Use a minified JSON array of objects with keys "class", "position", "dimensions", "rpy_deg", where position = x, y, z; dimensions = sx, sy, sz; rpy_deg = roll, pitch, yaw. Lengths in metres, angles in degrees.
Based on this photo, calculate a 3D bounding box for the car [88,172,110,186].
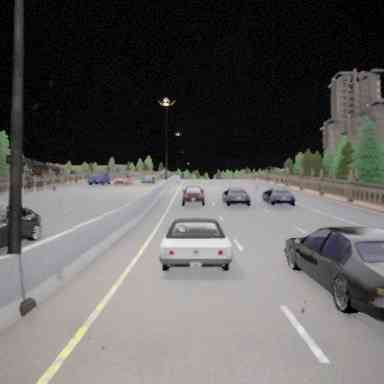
[{"class":"car","position":[-14.045,-2.003,50.687],"dimensions":[2.150,2.045,5.566],"rpy_deg":[0,5,0]}]

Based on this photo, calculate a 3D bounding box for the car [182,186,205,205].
[{"class":"car","position":[0.109,0.210,27.974],"dimensions":[1.812,1.442,4.674],"rpy_deg":[0,5,0]}]

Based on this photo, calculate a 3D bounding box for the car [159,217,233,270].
[{"class":"car","position":[0.101,1.441,10.465],"dimensions":[1.895,1.301,4.718],"rpy_deg":[0,2,0]}]

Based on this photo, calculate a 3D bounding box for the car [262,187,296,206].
[{"class":"car","position":[7.109,0.283,27.621],"dimensions":[1.994,1.385,4.181],"rpy_deg":[0,5,0]}]

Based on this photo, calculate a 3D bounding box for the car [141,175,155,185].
[{"class":"car","position":[-7.031,-1.963,53.989],"dimensions":[1.812,1.442,4.674],"rpy_deg":[0,5,0]}]

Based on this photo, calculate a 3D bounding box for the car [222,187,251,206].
[{"class":"car","position":[3.608,0.289,27.517],"dimensions":[1.994,1.385,4.181],"rpy_deg":[0,5,0]}]

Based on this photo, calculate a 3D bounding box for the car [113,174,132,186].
[{"class":"car","position":[-10.546,-1.864,50.688],"dimensions":[2.097,1.767,4.553],"rpy_deg":[0,5,0]}]

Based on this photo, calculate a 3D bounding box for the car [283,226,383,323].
[{"class":"car","position":[3.599,1.479,7.400],"dimensions":[2.033,1.411,5.357],"rpy_deg":[0,1,0]}]

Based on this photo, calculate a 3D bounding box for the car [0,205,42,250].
[{"class":"car","position":[-7.097,1.289,11.863],"dimensions":[1.837,1.490,4.892],"rpy_deg":[0,2,0]}]
